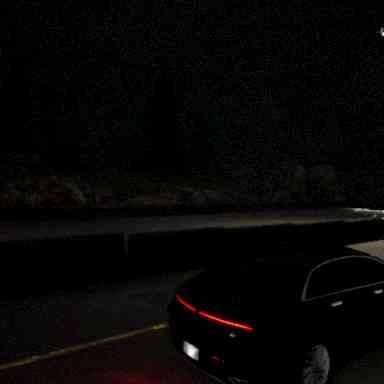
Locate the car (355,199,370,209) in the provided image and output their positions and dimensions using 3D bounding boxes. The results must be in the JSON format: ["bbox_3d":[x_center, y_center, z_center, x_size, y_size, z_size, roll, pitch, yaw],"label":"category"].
[{"bbox_3d":[25.734,1.658,48.060,5.357,1.411,2.033,0,0,-35],"label":"car"}]

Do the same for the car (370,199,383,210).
[{"bbox_3d":[25.977,1.629,43.958,4.892,1.490,1.837,0,0,-35],"label":"car"}]

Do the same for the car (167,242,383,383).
[{"bbox_3d":[1.957,1.550,5.142,4.892,1.490,1.837,1,0,-36],"label":"car"}]
